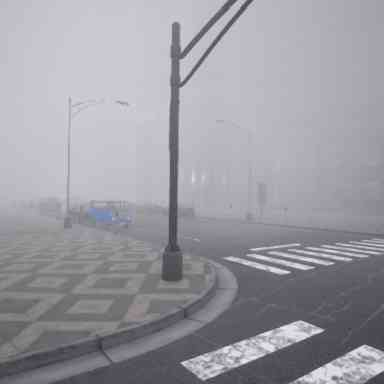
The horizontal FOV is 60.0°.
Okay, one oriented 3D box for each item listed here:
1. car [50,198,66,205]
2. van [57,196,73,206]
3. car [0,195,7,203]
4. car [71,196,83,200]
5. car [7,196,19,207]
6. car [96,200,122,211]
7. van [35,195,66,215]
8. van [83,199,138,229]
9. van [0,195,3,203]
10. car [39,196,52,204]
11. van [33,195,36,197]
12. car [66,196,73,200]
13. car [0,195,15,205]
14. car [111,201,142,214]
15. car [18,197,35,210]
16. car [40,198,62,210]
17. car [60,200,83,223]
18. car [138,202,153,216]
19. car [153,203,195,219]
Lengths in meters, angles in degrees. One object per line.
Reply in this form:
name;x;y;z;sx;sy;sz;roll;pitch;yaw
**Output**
car;-26.995;1.891;66.752;2.008;1.369;4.403;1;-1;-35
van;-23.802;1.660;62.243;1.690;1.788;3.998;1;-1;-35
car;-43.536;1.564;75.376;2.192;1.841;5.009;1;-1;-35
car;-17.424;1.821;53.218;1.887;1.381;4.507;1;-1;-35
car;-27.598;1.693;52.812;2.008;1.369;4.403;1;-1;-35
car;-11.141;1.761;44.334;1.752;1.417;4.829;1;-1;-35
van;-14.843;1.399;34.766;1.690;1.788;3.998;1;-1;-35
van;-5.279;1.338;21.229;1.690;1.788;3.998;1;-1;-35
van;-46.725;1.612;79.888;1.690;1.788;3.998;1;-1;-35
car;-33.374;1.823;75.776;1.967;1.590;4.097;1;-1;-35
van;-36.563;1.745;80.288;1.690;1.788;3.998;1;-1;-35
car;-20.612;1.613;57.732;2.192;1.841;5.009;1;-1;-35
car;-37.064;1.731;66.211;1.752;1.417;4.829;1;-1;-35
car;-7.853;1.758;39.684;1.887;1.381;4.507;1;-1;-35
car;-21.222;1.682;43.788;1.802;1.307;4.206;1;-1;-35
car;-19.732;1.661;46.489;1.837;1.490;4.892;1;-1;-35
car;-8.469;1.562;25.739;1.887;1.381;4.507;1;-1;-35
car;-4.663;1.737;35.172;1.887;1.381;4.507;1;-1;-35
car;-1.473;1.717;30.661;1.887;1.381;4.507;1;-1;-35
